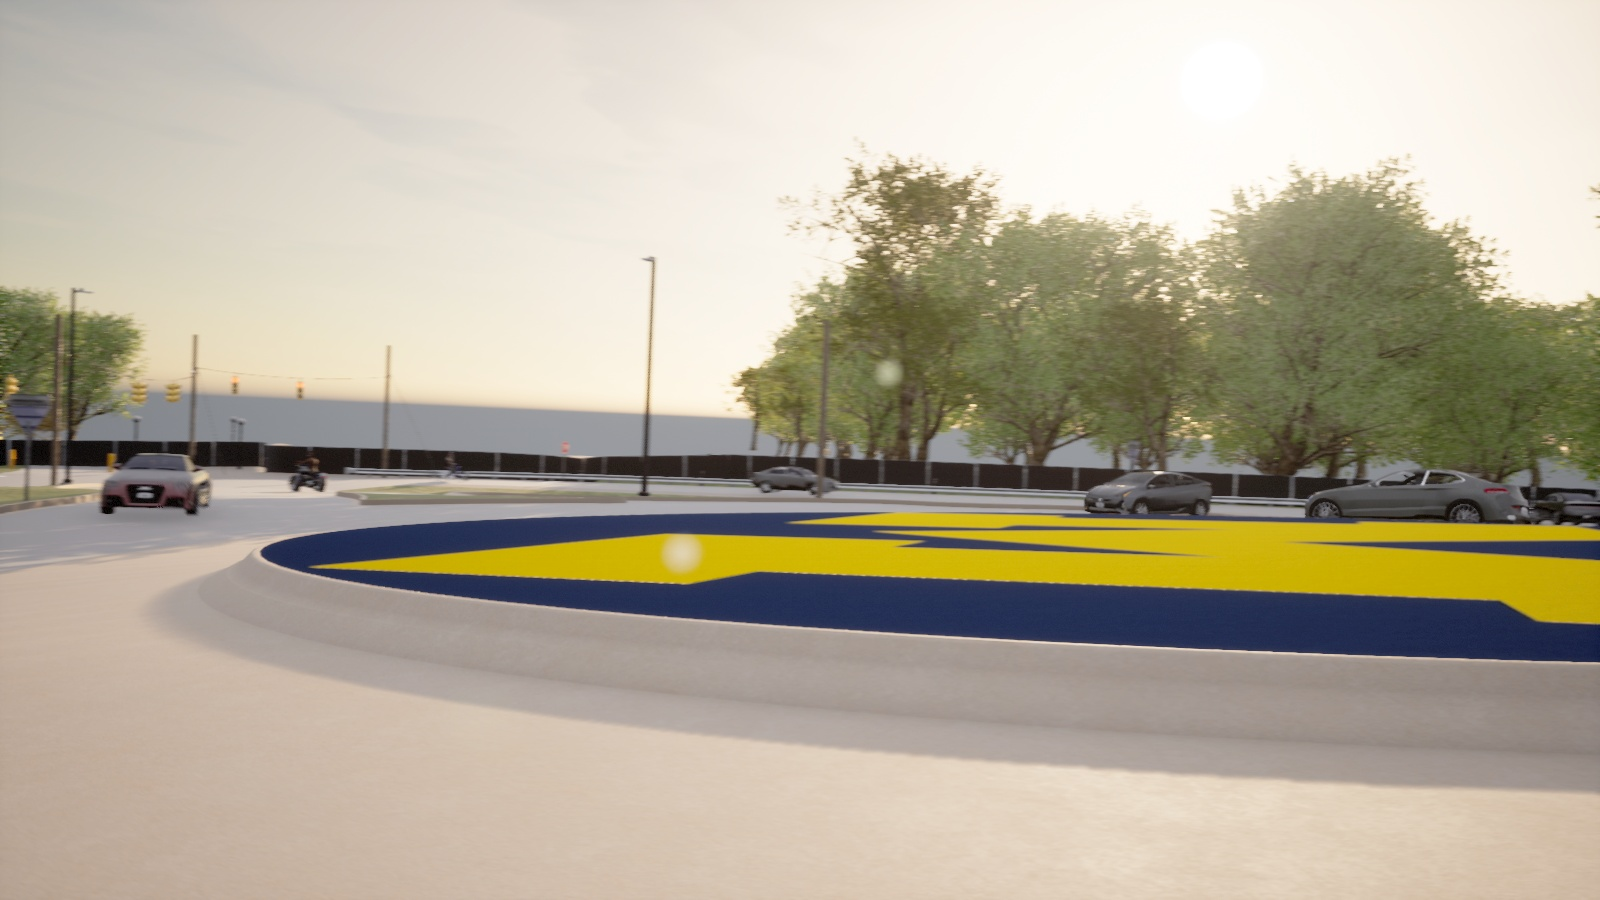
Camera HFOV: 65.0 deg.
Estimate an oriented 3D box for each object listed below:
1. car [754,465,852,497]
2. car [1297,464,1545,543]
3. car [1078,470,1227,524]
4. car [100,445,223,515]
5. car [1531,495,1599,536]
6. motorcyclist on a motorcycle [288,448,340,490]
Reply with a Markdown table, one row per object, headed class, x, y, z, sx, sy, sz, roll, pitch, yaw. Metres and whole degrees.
| class | x | y | z | sx | sy | sz | roll | pitch | yaw |
| --- | --- | --- | --- | --- | --- | --- | --- | --- | --- |
| car | 0.163 | 1.669 | 68.794 | 4.902 | 1.511 | 2.128 | 2 | 1 | 20 |
| car | 15.319 | 1.291 | 31.169 | 2.152 | 1.651 | 5.027 | 10 | -7 | -43 |
| car | 11.159 | 1.486 | 39.625 | 4.514 | 1.525 | 2.007 | 2 | 0 | -33 |
| car | -15.286 | 0.682 | 30.276 | 1.994 | 1.385 | 4.181 | 3 | 1 | -18 |
| car | 34.115 | 2.873 | 55.211 | 2.128 | 1.511 | 4.902 | 2 | 0 | 15 |
| motorcyclist on a motorcycle | -19.903 | 0.786 | 51.390 | 2.350 | 1.649 | 0.766 | -1 | -3 | 35 |
